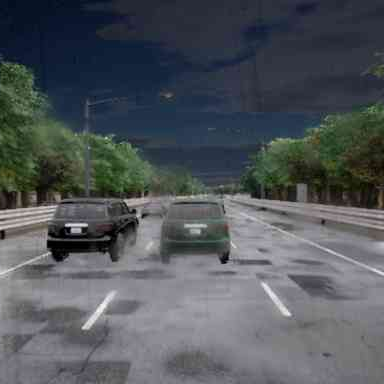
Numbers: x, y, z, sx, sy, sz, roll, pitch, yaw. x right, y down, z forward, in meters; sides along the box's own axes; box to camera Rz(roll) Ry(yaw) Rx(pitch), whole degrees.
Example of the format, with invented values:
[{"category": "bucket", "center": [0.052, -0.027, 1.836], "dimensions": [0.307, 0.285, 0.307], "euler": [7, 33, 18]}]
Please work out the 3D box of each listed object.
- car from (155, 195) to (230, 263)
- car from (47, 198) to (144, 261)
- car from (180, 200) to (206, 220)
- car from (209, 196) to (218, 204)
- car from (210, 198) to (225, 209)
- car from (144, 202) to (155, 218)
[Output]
[{"category": "car", "center": [0.098, 1.228, 12.168], "dimensions": [2.150, 2.045, 5.566], "euler": [0, 0, 0]}, {"category": "car", "center": [-3.402, 1.228, 12.466], "dimensions": [2.150, 2.045, 5.566], "euler": [0, 0, 0]}, {"category": "car", "center": [0.128, 1.540, 29.654], "dimensions": [2.128, 1.511, 4.902], "euler": [0, 0, 0]}, {"category": "car", "center": [4.874, 1.693, 75.700], "dimensions": [2.097, 1.767, 4.553], "euler": [0, -1, 3]}, {"category": "car", "center": [3.818, 1.659, 49.942], "dimensions": [2.033, 1.411, 5.357], "euler": [0, 0, 2]}, {"category": "car", "center": [-3.367, 1.614, 30.210], "dimensions": [1.994, 1.385, 4.181], "euler": [0, 0, 0]}]
